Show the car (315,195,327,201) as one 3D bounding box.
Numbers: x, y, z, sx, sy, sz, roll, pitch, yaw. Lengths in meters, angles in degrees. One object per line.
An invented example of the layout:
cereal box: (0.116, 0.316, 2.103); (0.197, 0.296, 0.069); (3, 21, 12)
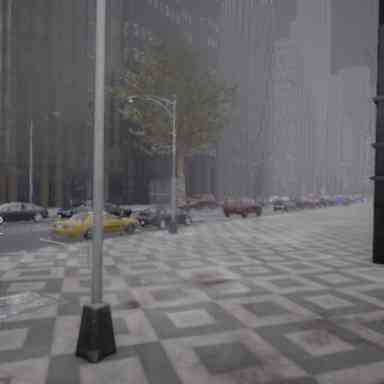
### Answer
car: (32.927, 1.463, 84.851); (1.752, 1.417, 4.829); (1, 1, 36)

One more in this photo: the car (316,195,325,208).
car: (17.527, 1.626, 48.639); (1.887, 1.381, 4.507); (1, 1, 36)

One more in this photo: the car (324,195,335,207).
car: (20.736, 1.402, 53.122); (2.192, 1.841, 5.009); (1, 1, 36)

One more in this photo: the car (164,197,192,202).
car: (-2.232, 1.449, 35.648); (1.802, 1.307, 4.206); (1, 1, 36)

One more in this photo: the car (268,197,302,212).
car: (11.117, 1.634, 39.669); (1.947, 1.339, 4.313); (1, 1, 36)

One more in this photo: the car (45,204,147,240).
car: (-4.808, 1.568, 17.381); (1.752, 1.417, 4.829); (1, 1, 36)

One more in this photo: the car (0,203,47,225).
car: (-11.847, 1.403, 22.191); (2.008, 1.369, 4.403); (1, 1, 36)

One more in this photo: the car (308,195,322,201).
car: (29.820, 1.481, 80.504); (2.008, 1.369, 4.403); (1, 1, 36)

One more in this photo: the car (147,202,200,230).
car: (-1.702, 1.598, 21.728); (2.008, 1.369, 4.403); (1, 1, 36)

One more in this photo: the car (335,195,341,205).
car: (23.937, 1.638, 57.610); (1.887, 1.381, 4.507); (1, 1, 36)

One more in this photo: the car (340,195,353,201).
car: (38.452, 1.466, 82.666); (1.994, 1.385, 4.181); (2, 1, 36)

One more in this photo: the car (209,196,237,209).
car: (4.181, 1.318, 44.617); (1.967, 1.590, 4.097); (1, 1, 36)

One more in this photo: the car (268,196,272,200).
car: (8.712, 1.491, 46.266); (2.033, 1.411, 5.357); (2, 1, 36)

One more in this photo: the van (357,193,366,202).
van: (39.965, 1.469, 80.034); (1.690, 1.788, 3.998); (1, 1, 36)

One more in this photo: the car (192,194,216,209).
car: (0.978, 1.187, 40.130); (2.192, 1.841, 5.009); (1, 1, 36)

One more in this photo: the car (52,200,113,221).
car: (-8.642, 1.423, 26.676); (1.947, 1.339, 4.313); (1, 1, 36)

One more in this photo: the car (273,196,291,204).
car: (16.901, 1.429, 62.422); (1.752, 1.417, 4.829); (1, 1, 36)

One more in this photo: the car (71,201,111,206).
car: (-6.807, 1.516, 24.668); (1.895, 1.301, 4.718); (2, 1, 36)

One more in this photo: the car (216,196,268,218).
car: (4.712, 1.372, 30.696); (2.192, 1.841, 5.009); (1, 1, 36)

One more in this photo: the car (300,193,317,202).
car: (26.619, 1.239, 76.016); (2.192, 1.841, 5.009); (1, 1, 36)

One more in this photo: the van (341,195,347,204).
van: (27.146, 1.441, 62.093); (1.690, 1.788, 3.998); (1, 1, 36)

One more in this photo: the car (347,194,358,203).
car: (33.552, 1.680, 71.066); (1.947, 1.339, 4.313); (1, 1, 36)

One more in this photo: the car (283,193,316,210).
car: (14.326, 1.390, 44.151); (2.192, 1.841, 5.009); (1, 1, 36)
